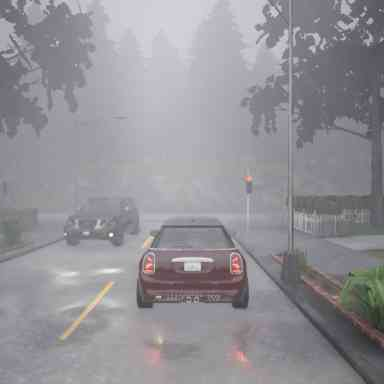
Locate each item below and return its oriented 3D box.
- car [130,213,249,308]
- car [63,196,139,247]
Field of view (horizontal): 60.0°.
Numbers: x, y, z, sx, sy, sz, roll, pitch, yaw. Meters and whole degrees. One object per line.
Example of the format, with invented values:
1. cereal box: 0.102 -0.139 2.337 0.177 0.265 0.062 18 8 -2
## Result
1. car: 0.022 1.352 8.057 2.097 1.767 4.553 0 0 0
2. car: -3.904 1.222 15.478 2.150 2.045 5.566 0 0 3
